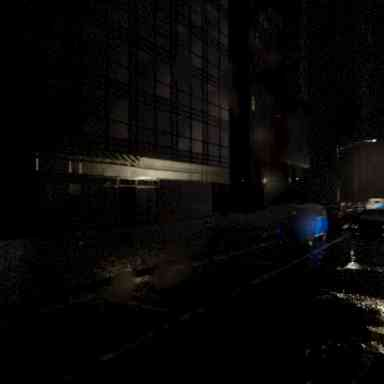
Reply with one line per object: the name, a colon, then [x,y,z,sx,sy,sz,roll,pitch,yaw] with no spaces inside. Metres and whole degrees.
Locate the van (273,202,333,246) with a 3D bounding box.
van: [5.305,1.519,16.013,1.690,1.788,3.998,-1,-1,35]

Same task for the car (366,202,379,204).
car: [15.062,1.836,29.722,2.008,1.369,4.403,-1,-1,35]

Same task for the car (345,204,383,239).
car: [9.920,1.643,17.876,1.882,1.535,5.008,-1,-1,36]

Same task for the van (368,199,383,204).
van: [21.564,1.698,38.867,1.690,1.788,3.998,-1,-1,35]

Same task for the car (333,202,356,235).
car: [8.556,1.529,20.584,2.192,1.841,5.009,-1,-1,35]
